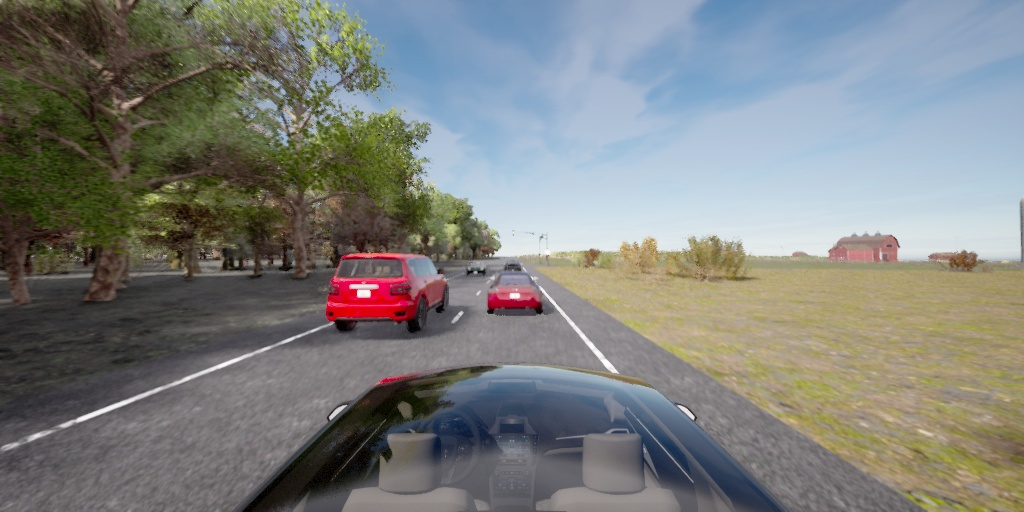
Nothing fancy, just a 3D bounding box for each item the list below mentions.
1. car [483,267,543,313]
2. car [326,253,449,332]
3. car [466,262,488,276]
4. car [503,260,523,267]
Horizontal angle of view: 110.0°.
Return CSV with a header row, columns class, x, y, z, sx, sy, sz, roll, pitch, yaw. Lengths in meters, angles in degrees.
class,x,y,z,sx,sy,sz,roll,pitch,yaw
car,0.096,1.280,13.866,1.994,1.385,4.181,0,0,0
car,-3.403,0.946,10.904,2.150,2.045,5.566,0,0,0
car,-3.414,1.249,35.746,1.895,1.301,4.718,0,0,0
car,0.086,1.146,37.486,1.837,1.490,4.892,0,0,0
